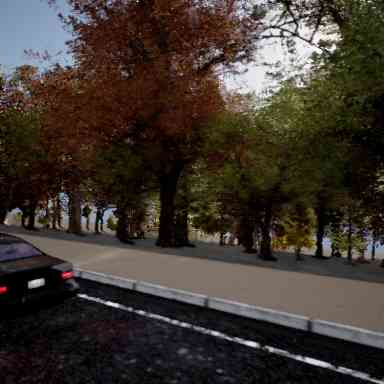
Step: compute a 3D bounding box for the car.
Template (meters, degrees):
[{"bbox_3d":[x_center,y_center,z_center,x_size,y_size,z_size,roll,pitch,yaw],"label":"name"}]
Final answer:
[{"bbox_3d":[-4.630,1.573,6.987,5.357,1.411,2.033,0,0,35],"label":"car"}]
